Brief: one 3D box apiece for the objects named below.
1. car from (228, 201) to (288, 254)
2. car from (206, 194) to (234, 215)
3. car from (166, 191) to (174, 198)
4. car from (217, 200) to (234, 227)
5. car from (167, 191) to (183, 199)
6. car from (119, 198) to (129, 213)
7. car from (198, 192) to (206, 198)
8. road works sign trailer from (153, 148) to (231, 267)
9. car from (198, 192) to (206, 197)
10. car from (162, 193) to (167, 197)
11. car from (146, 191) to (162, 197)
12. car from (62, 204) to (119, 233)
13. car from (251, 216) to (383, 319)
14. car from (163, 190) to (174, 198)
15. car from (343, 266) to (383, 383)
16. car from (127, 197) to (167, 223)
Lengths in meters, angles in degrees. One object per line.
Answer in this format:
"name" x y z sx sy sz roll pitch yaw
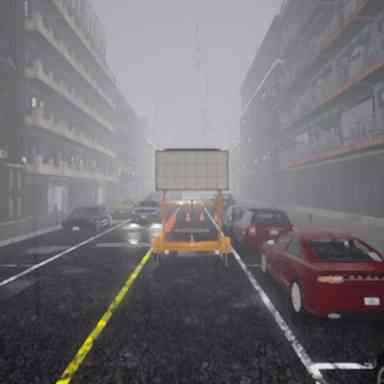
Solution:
"car" 2.693 1.322 12.838 1.967 1.590 4.097 0 1 0
"car" 2.694 1.040 29.745 2.192 1.841 5.009 0 1 0
"car" -5.686 0.628 86.111 1.967 1.590 4.097 0 1 0
"car" 2.693 1.380 18.474 2.008 1.369 4.403 0 1 0
"car" -3.019 0.617 64.869 2.150 2.045 5.566 0 1 1
"car" -5.688 1.252 29.580 1.752 1.417 4.829 0 1 0
"car" 2.694 0.766 80.642 1.752 1.417 4.829 0 1 0
"road works sign trailer" 0.000 0.363 10.961 2.380 3.560 2.880 0 1 0
"car" 2.695 0.678 91.744 1.887 1.381 4.507 0 1 0
"car" -5.686 0.827 52.294 2.192 1.841 5.009 0 1 0
"car" -5.687 1.005 46.659 1.967 1.590 4.097 0 1 0
"car" -5.688 1.396 18.477 1.947 1.339 4.313 0 1 0
"car" 2.692 1.478 7.202 1.887 1.381 4.507 0 1 0
"car" -5.685 0.557 80.474 2.192 1.841 5.009 0 1 0
"car" 2.692 1.550 1.566 1.947 1.339 4.313 0 1 0
"car" -3.098 1.306 23.740 1.812 1.442 4.674 0 1 0
